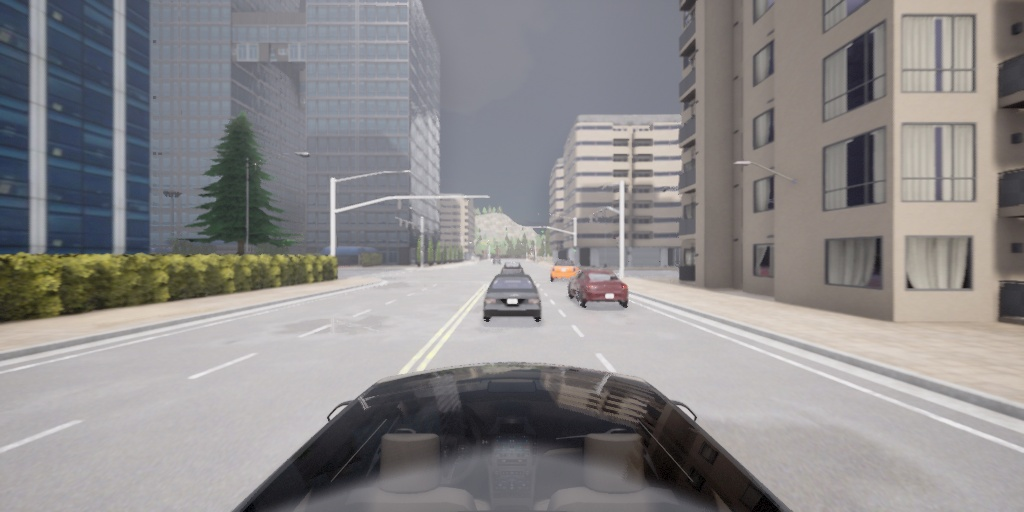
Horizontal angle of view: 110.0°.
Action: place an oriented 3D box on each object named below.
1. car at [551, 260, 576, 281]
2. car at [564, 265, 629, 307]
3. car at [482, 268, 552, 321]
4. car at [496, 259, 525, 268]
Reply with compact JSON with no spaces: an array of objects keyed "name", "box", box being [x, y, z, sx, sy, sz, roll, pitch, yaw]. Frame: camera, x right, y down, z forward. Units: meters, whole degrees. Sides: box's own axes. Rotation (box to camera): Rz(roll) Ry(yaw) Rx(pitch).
[{"name":"car","box":[4.449,1.106,29.384,2.097,1.767,4.553,0,0,14]},{"name":"car","box":[3.552,1.278,15.247,1.812,1.442,4.674,0,0,1]},{"name":"car","box":[0.022,1.300,12.435,2.033,1.411,5.357,0,0,0]},{"name":"car","box":[0.049,1.247,29.610,2.128,1.511,4.902,0,0,0]}]
